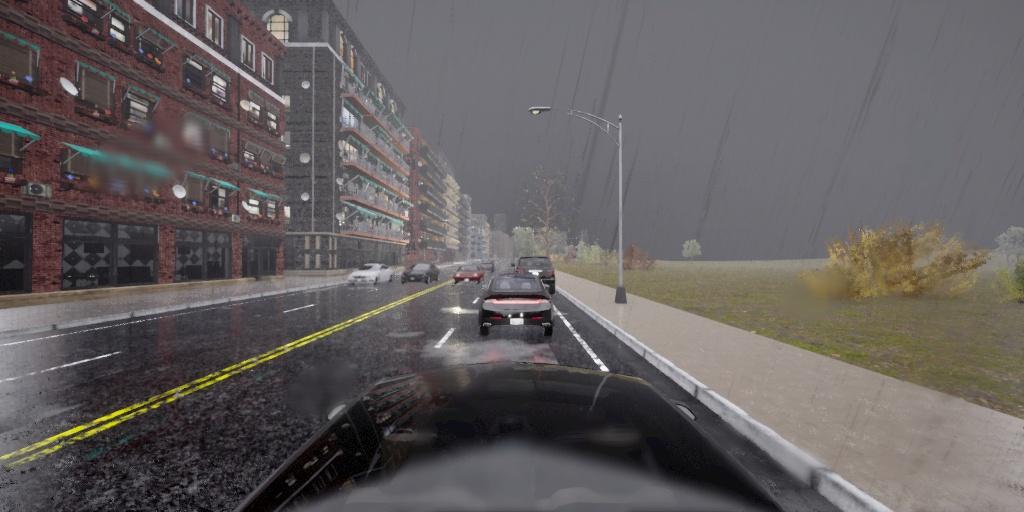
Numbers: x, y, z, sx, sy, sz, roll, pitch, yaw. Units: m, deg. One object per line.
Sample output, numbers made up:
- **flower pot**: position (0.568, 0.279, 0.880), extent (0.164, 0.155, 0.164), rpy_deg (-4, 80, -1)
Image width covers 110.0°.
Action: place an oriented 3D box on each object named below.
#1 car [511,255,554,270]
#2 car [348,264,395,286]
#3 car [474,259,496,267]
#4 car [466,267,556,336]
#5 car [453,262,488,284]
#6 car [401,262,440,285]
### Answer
- **car**: position (1.151, 0.977, 20.268), extent (2.150, 2.045, 5.566), rpy_deg (0, 0, 0)
- **car**: position (-9.820, 1.278, 25.342), extent (1.812, 1.442, 4.674), rpy_deg (0, 0, 0)
- **car**: position (-3.119, 1.242, 44.504), extent (2.128, 1.511, 4.902), rpy_deg (0, 0, 0)
- **car**: position (0.107, 1.243, 10.399), extent (2.128, 1.511, 4.902), rpy_deg (0, 0, 0)
- **car**: position (-3.130, 1.353, 27.072), extent (1.895, 1.301, 4.718), rpy_deg (0, 0, 0)
- **car**: position (-6.582, 1.230, 26.210), extent (1.882, 1.535, 5.008), rpy_deg (0, 0, 0)
